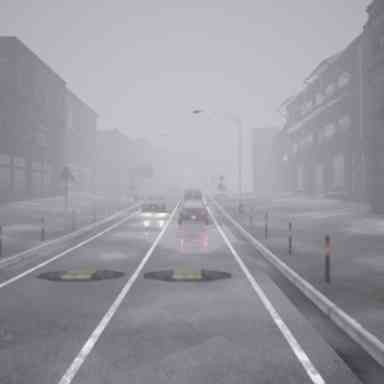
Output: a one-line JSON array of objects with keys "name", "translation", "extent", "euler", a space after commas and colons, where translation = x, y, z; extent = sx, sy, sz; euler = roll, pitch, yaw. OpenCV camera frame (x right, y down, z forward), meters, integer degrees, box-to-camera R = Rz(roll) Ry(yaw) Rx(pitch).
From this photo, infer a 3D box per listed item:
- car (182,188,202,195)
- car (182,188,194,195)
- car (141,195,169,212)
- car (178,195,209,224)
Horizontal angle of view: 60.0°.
[{"name": "car", "translation": [0.121, 0.259, 39.050], "extent": [2.097, 1.767, 4.553], "euler": [0, 2, 0]}, {"name": "car", "translation": [-0.783, -0.200, 69.734], "extent": [1.994, 1.385, 4.181], "euler": [0, 1, 8]}, {"name": "car", "translation": [-3.095, 0.948, 28.555], "extent": [1.994, 1.385, 4.181], "euler": [0, 3, 0]}, {"name": "car", "translation": [0.093, 1.190, 21.378], "extent": [1.812, 1.442, 4.674], "euler": [0, 2, 0]}]
